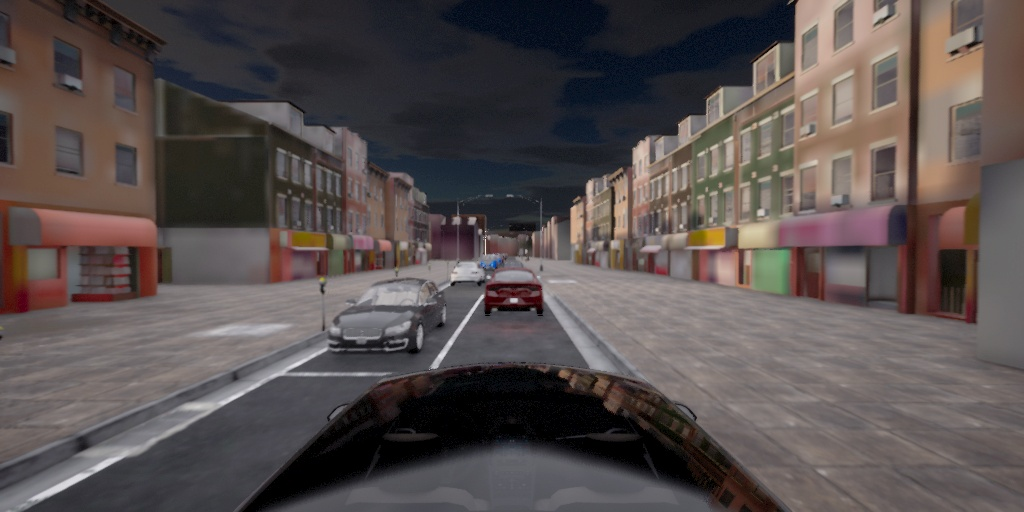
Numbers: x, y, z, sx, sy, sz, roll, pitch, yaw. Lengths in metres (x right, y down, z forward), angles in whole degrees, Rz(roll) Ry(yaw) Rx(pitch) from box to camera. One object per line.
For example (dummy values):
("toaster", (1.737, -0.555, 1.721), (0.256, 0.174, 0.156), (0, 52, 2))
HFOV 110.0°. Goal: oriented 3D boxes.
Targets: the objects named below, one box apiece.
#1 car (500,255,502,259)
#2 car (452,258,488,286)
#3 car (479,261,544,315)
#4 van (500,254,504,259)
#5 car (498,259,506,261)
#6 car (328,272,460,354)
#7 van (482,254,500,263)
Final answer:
("car", (-2.641, 0.911, 46.514), (1.948, 1.339, 4.313), (0, 0, 0))
("car", (-2.751, 1.080, 22.929), (1.812, 1.442, 4.674), (0, 1, 0))
("car", (0.064, 1.122, 12.979), (1.882, 1.535, 5.008), (0, 1, 0))
("van", (-2.642, 0.594, 57.381), (1.690, 1.789, 3.998), (0, 0, 0))
("car", (0.061, 1.113, 27.587), (1.895, 1.301, 4.718), (0, 1, 0))
("car", (-2.638, 1.237, 8.479), (2.007, 1.370, 4.403), (0, 0, 0))
("van", (-2.641, 0.733, 41.080), (1.690, 1.789, 3.998), (0, 0, 0))
